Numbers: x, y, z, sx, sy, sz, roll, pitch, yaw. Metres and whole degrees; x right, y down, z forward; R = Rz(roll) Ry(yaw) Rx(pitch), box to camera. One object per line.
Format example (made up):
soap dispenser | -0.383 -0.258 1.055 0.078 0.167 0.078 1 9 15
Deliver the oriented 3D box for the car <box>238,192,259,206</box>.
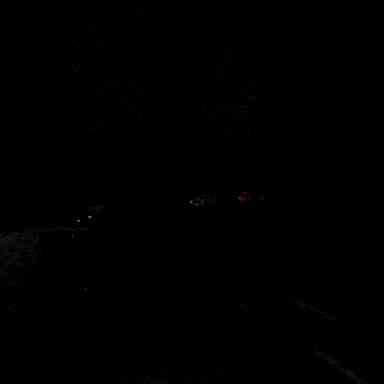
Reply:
car | 8.559 1.019 49.727 2.150 2.045 5.566 -1 0 24

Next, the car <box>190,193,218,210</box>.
car | 1.626 1.147 42.893 2.150 2.045 5.566 -1 0 24

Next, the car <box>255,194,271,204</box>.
car | 12.772 1.190 59.504 1.882 1.535 5.008 -1 0 24

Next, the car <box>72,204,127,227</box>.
car | -6.565 1.616 24.102 1.812 1.442 4.674 -1 0 24
